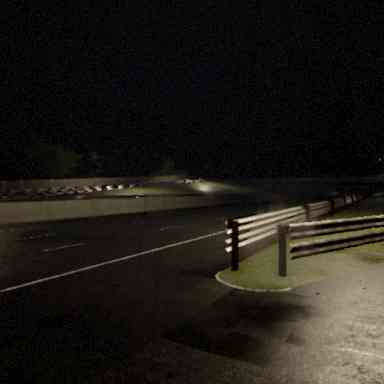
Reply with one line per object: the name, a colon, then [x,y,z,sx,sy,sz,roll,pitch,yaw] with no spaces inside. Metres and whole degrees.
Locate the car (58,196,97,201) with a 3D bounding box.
car: [-12.962,1.233,37.834,1.882,1.535,5.008,0,0,30]

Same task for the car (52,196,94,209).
car: [-14.826,1.245,41.599,1.837,1.490,4.892,0,0,30]

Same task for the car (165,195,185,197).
car: [-1.889,1.189,56.895,2.033,1.411,5.357,0,0,30]

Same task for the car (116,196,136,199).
car: [-8.010,1.241,39.409,1.837,1.490,4.892,0,0,30]

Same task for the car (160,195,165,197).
car: [-4.935,1.259,58.618,1.895,1.301,4.718,0,0,30]
